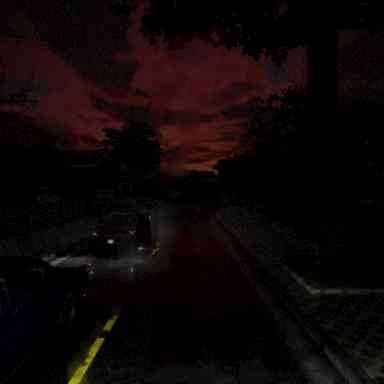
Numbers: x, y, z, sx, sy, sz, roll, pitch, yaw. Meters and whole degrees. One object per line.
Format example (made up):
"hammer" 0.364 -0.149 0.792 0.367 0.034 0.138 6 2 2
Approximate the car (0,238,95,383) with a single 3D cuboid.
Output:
"car" -2.857 1.589 3.999 1.895 1.301 4.718 0 0 0

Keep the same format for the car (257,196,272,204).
"car" 15.518 1.630 69.440 2.097 1.767 4.553 0 -1 40

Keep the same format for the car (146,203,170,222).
"car" -2.784 1.517 25.184 1.895 1.301 4.718 0 0 2

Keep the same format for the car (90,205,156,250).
"car" -2.865 1.480 14.139 1.812 1.442 4.674 0 0 1
